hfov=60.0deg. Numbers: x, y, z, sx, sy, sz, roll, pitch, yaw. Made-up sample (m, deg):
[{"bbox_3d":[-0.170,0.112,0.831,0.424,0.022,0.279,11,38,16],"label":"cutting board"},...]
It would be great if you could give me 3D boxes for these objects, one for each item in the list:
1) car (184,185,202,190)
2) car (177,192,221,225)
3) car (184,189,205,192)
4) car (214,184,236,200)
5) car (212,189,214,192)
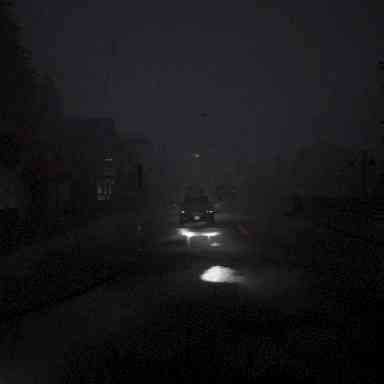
[{"bbox_3d":[0.327,0.162,39.643,2.150,2.045,5.566,-1,2,0],"label":"car"},{"bbox_3d":[0.252,0.971,19.205,2.128,1.511,4.902,-1,2,0],"label":"car"},{"bbox_3d":[0.285,0.742,29.207,1.812,1.442,4.674,-1,2,0],"label":"car"},{"bbox_3d":[4.507,-0.035,44.379,2.150,2.045,5.566,-1,2,0],"label":"car"},{"bbox_3d":[4.436,-0.206,55.861,2.097,1.767,4.553,-1,2,0],"label":"car"}]
